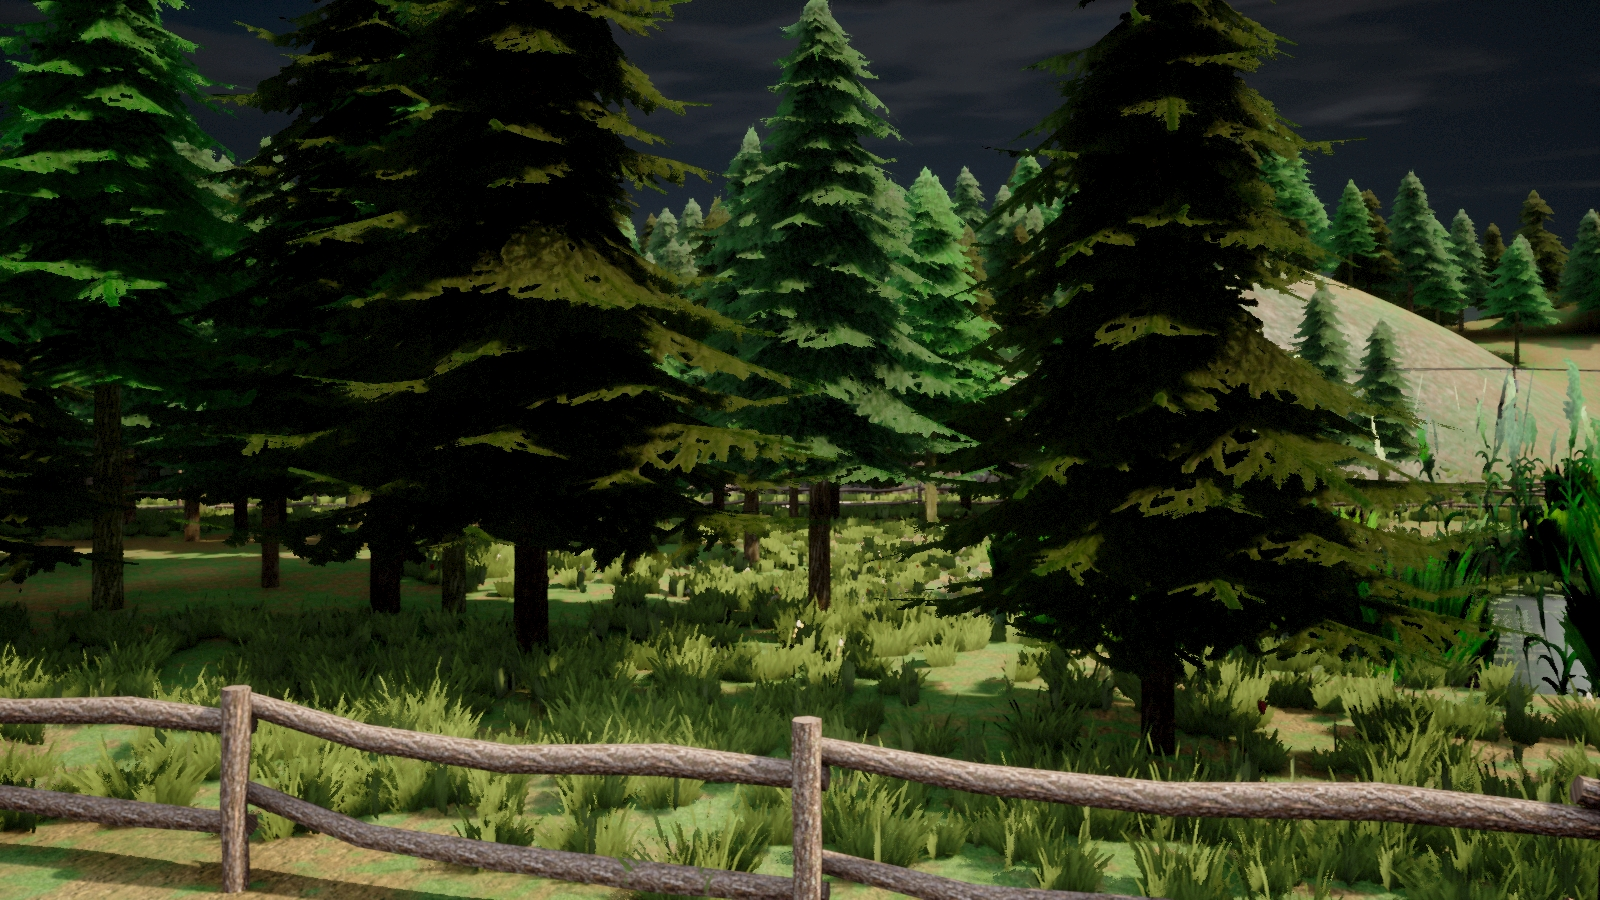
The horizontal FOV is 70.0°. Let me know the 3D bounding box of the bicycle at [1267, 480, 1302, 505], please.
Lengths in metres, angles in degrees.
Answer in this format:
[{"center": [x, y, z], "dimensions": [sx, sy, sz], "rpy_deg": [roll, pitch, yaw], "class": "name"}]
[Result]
[{"center": [24.649, 2.158, 58.144], "dimensions": [1.487, 1.276, 0.859], "rpy_deg": [0, 0, 7], "class": "bicycle"}]
